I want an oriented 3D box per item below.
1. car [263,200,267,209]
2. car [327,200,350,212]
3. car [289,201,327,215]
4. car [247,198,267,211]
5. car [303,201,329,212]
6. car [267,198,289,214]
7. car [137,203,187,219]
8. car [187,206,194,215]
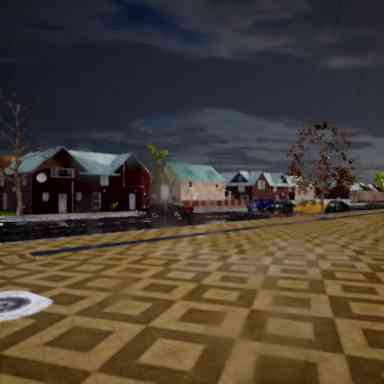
[{"bbox_3d":[12.891,2.210,49.012,1.895,1.301,4.718,-1,-1,43],"label":"car"},{"bbox_3d":[21.267,1.988,48.421,2.097,1.767,4.553,-1,-1,43],"label":"car"},{"bbox_3d":[14.337,1.969,40.989,1.882,1.535,5.008,-1,-1,44],"label":"car"},{"bbox_3d":[10.742,1.950,51.471,2.150,2.045,5.566,-1,-1,43],"label":"car"},{"bbox_3d":[18.923,2.139,50.670,1.882,1.535,5.008,-1,-1,43],"label":"car"},{"bbox_3d":[12.194,1.873,43.462,2.097,1.767,4.553,-1,-1,44],"label":"car"},{"bbox_3d":[-3.074,1.806,32.222,1.837,1.490,4.892,-1,-1,43],"label":"car"},{"bbox_3d":[-1.991,1.991,38.104,1.895,1.301,4.718,-1,-1,43],"label":"car"}]
